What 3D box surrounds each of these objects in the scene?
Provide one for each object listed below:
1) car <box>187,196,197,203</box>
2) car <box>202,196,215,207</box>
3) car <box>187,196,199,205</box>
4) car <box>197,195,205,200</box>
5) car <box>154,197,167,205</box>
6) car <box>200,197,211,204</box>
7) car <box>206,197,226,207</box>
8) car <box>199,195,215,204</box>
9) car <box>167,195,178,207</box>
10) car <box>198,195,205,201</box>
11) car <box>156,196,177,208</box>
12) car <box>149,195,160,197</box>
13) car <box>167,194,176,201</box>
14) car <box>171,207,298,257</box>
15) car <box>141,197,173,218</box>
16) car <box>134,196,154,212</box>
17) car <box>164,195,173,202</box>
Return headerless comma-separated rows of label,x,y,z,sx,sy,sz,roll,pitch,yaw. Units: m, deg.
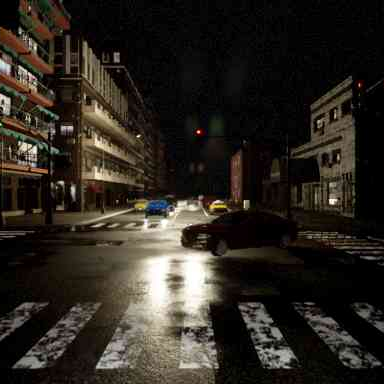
car,-0.025,1.623,70.625,2.033,1.411,5.357,0,0,0
car,2.647,1.618,44.889,1.802,1.307,4.206,0,0,0
car,0.047,1.655,58.034,1.895,1.301,4.718,0,0,-1
car,2.595,1.683,94.742,2.008,1.369,4.403,0,0,0
car,-5.751,1.612,61.497,2.008,1.369,4.403,0,0,0
car,2.624,1.622,67.046,2.008,1.369,4.403,0,0,0
car,2.658,1.549,33.981,1.752,1.417,4.829,0,0,0
car,2.642,1.358,50.428,2.192,1.841,5.009,0,0,0
car,-3.126,1.548,50.017,1.837,1.490,4.892,0,0,0
car,2.601,1.644,89.373,1.752,1.417,4.829,0,0,0
car,-3.122,1.556,39.949,1.812,1.442,4.674,0,0,0
car,-5.738,1.358,50.419,2.192,1.841,5.009,0,0,0
car,-5.785,1.448,94.734,2.192,1.841,5.009,0,0,0
car,1.927,1.489,13.119,5.008,1.535,1.882,0,-1,-30
car,-3.131,1.498,30.671,1.882,1.535,5.008,0,0,0
car,-5.728,1.555,39.170,1.752,1.417,4.829,0,0,0
car,-5.774,1.546,83.654,1.967,1.590,4.097,0,0,0
